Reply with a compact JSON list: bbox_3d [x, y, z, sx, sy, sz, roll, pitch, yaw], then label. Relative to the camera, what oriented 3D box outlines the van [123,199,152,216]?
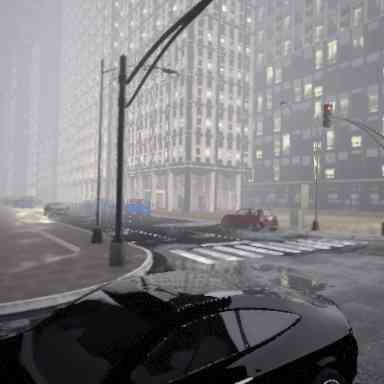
[{"bbox_3d":[-5.886,1.684,36.206,1.690,1.788,3.998,2,-1,-35],"label":"van"}]

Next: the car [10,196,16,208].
[{"bbox_3d":[-25.651,1.730,49.996,1.802,1.307,4.206,2,-1,-35],"label":"car"}]

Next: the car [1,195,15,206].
[{"bbox_3d":[-32.082,1.497,59.285,2.192,1.841,5.009,2,-1,-35],"label":"car"}]

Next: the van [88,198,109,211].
[{"bbox_3d":[-12.323,1.714,45.490,1.690,1.788,3.998,2,-1,-35],"label":"van"}]

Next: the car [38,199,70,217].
[{"bbox_3d":[-12.775,1.637,31.430,2.008,1.369,4.403,2,-1,-35],"label":"car"}]

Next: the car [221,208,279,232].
[{"bbox_3d":[3.768,1.741,22.279,1.967,1.590,4.097,2,-1,-35],"label":"car"}]

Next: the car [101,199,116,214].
[{"bbox_3d":[-9.110,1.908,40.844,2.008,1.369,4.403,2,-1,-35],"label":"car"}]

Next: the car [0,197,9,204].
[{"bbox_3d":[-41.743,1.786,73.205,2.008,1.369,4.403,2,-1,-35],"label":"car"}]

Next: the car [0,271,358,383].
[{"bbox_3d":[-0.359,1.554,2.960,4.674,1.442,1.812,1,-1,-35],"label":"car"}]

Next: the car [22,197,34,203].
[{"bbox_3d":[-39.237,2.009,79.569,1.895,1.301,4.718,2,-1,-35],"label":"car"}]

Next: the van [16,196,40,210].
[{"bbox_3d":[-22.426,1.473,45.359,1.690,1.788,3.998,2,-1,-35],"label":"van"}]

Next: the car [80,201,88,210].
[{"bbox_3d":[-15.548,1.955,50.127,1.947,1.339,4.313,2,-1,-35],"label":"car"}]
